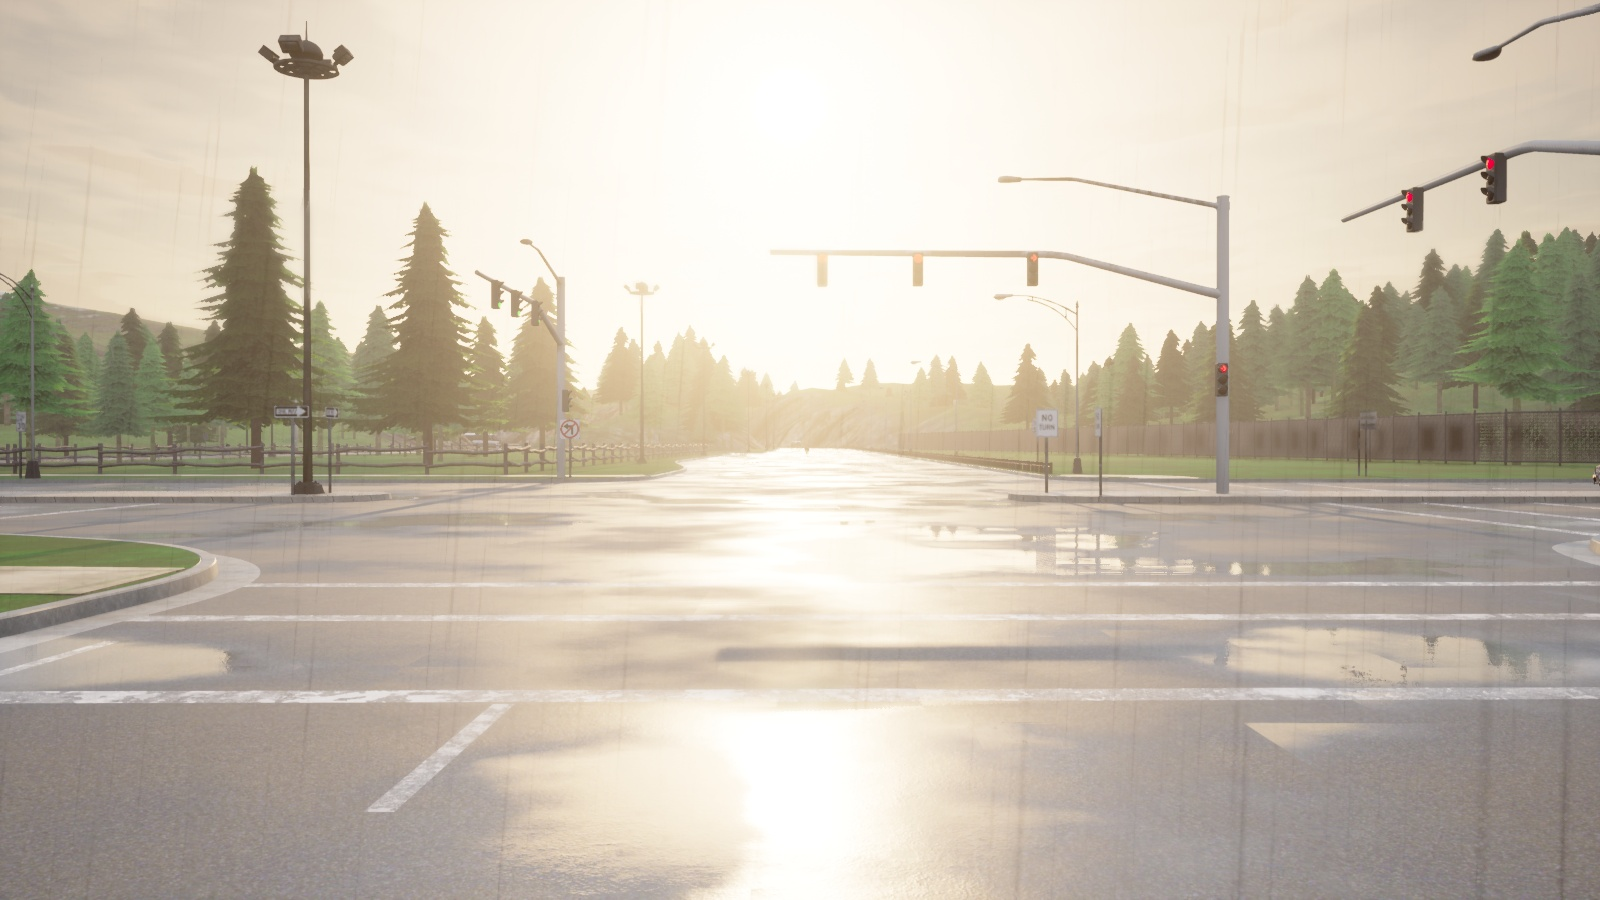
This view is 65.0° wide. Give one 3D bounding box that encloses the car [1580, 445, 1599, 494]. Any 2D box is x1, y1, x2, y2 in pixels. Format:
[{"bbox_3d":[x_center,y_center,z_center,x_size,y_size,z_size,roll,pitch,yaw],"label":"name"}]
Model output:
[{"bbox_3d":[25.721,0.585,36.715,4.674,1.442,1.812,0,0,1],"label":"car"}]
